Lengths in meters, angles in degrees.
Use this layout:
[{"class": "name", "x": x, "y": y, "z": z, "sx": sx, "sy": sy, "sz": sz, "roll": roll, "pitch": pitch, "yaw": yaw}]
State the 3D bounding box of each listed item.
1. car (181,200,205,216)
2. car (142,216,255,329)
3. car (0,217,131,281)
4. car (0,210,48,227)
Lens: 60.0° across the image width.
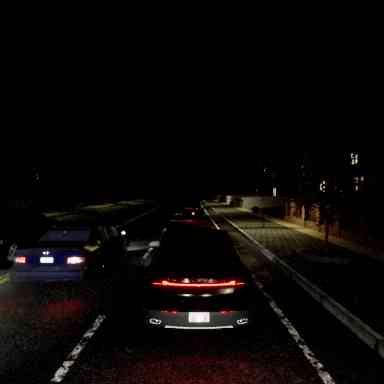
[{"class": "car", "x": 0.100, "y": 1.518, "z": 29.787, "sx": 1.837, "sy": 1.490, "sz": 4.892, "roll": 0, "pitch": 0, "yaw": 0}, {"class": "car", "x": 0.099, "y": 1.507, "z": 7.076, "sx": 1.837, "sy": 1.490, "sz": 4.892, "roll": 0, "pitch": 0, "yaw": 0}, {"class": "car", "x": -3.191, "y": 1.550, "z": 9.851, "sx": 2.033, "sy": 1.411, "sz": 5.357, "roll": 0, "pitch": 0, "yaw": 0}, {"class": "car", "x": -6.600, "y": 1.481, "z": 12.141, "sx": 1.882, "sy": 1.535, "sz": 5.008, "roll": 0, "pitch": 0, "yaw": 0}]
